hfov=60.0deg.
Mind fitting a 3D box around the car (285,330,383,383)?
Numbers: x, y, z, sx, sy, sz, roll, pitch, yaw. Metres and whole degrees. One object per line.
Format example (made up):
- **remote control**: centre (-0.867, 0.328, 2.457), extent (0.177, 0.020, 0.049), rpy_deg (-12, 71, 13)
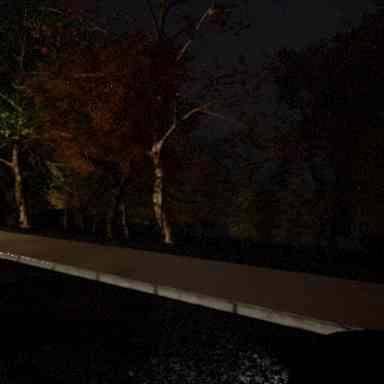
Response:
- **car**: centre (2.581, 1.564, 1.846), extent (4.181, 1.385, 1.994), rpy_deg (0, 0, 35)
